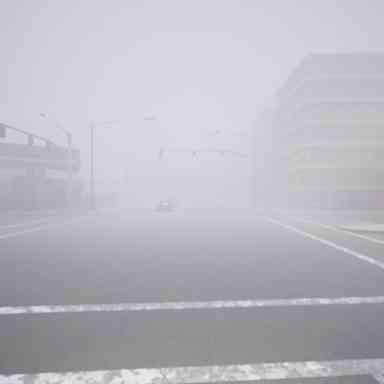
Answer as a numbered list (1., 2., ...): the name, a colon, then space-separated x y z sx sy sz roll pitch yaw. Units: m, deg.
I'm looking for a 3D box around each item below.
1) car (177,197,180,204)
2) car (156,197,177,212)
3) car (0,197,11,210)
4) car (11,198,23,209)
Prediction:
1. car: -3.212 1.504 49.850 1.837 1.490 4.892 0 0 0
2. car: -3.099 1.548 38.702 2.033 1.411 5.357 0 0 -1
3. car: -23.297 1.295 37.000 4.611 1.667 2.242 0 0 1
4. car: -24.012 1.456 42.752 3.806 1.475 1.970 0 0 1
